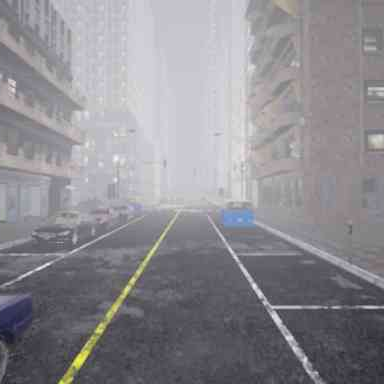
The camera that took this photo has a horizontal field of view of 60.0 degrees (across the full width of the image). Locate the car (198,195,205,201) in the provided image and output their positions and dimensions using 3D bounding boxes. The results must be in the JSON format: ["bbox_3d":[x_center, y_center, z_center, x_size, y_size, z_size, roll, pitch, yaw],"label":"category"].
[{"bbox_3d":[2.713,1.594,92.324,1.752,1.417,4.829,1,0,0],"label":"car"}]

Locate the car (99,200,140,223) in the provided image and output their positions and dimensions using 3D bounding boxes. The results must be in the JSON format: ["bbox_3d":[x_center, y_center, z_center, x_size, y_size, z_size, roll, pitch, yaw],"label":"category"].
[{"bbox_3d":[-5.641,1.586,26.179,1.947,1.339,4.313,1,0,0],"label":"car"}]

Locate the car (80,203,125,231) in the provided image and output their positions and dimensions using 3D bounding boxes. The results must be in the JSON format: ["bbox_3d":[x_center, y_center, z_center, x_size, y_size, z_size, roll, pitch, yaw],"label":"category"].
[{"bbox_3d":[-5.642,1.598,20.639,1.802,1.307,4.206,1,0,0],"label":"car"}]

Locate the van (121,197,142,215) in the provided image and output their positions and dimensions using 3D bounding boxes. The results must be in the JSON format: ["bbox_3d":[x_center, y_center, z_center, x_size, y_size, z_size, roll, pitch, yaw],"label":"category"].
[{"bbox_3d":[-5.806,1.365,31.720,1.690,1.788,3.998,1,0,0],"label":"van"}]

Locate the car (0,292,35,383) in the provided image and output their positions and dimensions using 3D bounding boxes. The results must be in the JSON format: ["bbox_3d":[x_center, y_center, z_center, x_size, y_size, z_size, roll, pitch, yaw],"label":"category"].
[{"bbox_3d":[-3.100,1.603,2.358,1.895,1.301,4.718,0,0,0],"label":"car"}]

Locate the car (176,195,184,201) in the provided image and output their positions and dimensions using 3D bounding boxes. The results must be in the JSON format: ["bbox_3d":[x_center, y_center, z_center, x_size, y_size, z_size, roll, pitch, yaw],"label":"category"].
[{"bbox_3d":[-2.993,1.540,84.781,1.882,1.535,5.008,0,0,0],"label":"car"}]

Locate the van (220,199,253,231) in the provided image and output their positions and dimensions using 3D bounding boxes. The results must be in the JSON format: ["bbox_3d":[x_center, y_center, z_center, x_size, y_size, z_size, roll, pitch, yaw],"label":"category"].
[{"bbox_3d":[2.710,1.357,20.691,1.690,1.788,3.998,1,0,0],"label":"van"}]

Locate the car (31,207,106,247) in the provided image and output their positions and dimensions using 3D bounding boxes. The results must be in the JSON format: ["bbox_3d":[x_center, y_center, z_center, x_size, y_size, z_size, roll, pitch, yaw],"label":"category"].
[{"bbox_3d":[-5.642,1.562,15.098,2.008,1.369,4.403,1,0,0],"label":"car"}]

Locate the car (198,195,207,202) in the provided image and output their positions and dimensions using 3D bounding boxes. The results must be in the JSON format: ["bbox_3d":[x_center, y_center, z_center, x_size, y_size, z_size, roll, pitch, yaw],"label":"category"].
[{"bbox_3d":[2.710,1.642,80.998,1.802,1.307,4.206,1,0,0],"label":"car"}]

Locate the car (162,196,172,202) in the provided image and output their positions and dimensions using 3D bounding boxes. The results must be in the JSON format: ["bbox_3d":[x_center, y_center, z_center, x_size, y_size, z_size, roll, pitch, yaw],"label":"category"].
[{"bbox_3d":[-5.671,1.637,75.361,1.802,1.307,4.206,1,0,0],"label":"car"}]

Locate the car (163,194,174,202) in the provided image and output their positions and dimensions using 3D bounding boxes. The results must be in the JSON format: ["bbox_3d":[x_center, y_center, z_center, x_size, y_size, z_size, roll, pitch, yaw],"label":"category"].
[{"bbox_3d":[-5.665,1.374,80.937,2.192,1.841,5.009,1,0,0],"label":"car"}]

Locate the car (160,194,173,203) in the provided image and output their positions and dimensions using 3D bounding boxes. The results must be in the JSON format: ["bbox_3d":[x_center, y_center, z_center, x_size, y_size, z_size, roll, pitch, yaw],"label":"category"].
[{"bbox_3d":[-5.668,1.491,69.786,1.967,1.590,4.097,1,0,0],"label":"car"}]

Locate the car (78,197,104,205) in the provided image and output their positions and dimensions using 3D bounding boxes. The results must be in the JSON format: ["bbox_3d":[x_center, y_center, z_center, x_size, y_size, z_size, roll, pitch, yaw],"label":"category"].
[{"bbox_3d":[-16.486,1.537,54.367,4.097,1.590,1.967,0,-1,0],"label":"car"}]
